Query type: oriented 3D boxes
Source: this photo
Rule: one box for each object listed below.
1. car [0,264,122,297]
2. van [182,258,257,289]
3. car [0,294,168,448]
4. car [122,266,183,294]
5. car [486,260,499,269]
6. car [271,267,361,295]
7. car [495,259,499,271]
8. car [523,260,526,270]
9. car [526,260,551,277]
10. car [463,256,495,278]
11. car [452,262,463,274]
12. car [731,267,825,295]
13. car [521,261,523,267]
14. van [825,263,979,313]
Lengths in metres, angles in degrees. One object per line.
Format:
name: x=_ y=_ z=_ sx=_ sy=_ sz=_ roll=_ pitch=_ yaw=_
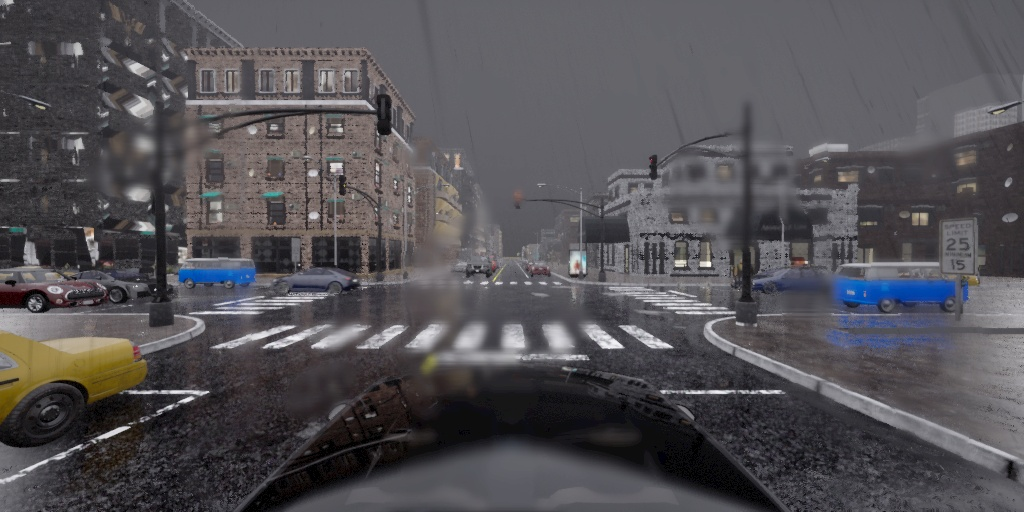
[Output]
car: x=-17.724 y=1.190 z=13.309 sx=4.097 sy=1.591 sz=1.967 roll=0 pitch=0 yaw=0
van: x=-17.769 y=1.030 z=21.689 sx=3.998 sy=1.789 sz=1.690 roll=0 pitch=0 yaw=0
car: x=-5.692 y=1.275 z=2.615 sx=1.751 sy=1.417 sz=4.829 roll=0 pitch=0 yaw=0
car: x=-17.736 y=1.296 z=15.892 sx=4.181 sy=1.385 sz=1.994 roll=0 pitch=0 yaw=0
car: x=-3.092 y=1.301 z=56.521 sx=1.812 sy=1.442 sz=4.674 roll=0 pitch=0 yaw=0
car: x=-10.377 y=1.285 z=19.149 sx=4.181 sy=1.385 sz=1.994 roll=0 pitch=0 yaw=0
car: x=-3.105 y=0.986 z=45.073 sx=2.150 sy=2.045 sz=5.566 roll=0 pitch=0 yaw=0
car: x=2.682 y=1.347 z=46.647 sx=1.802 sy=1.307 sz=4.207 roll=0 pitch=0 yaw=0
car: x=2.684 y=1.196 z=35.254 sx=1.967 sy=1.591 sz=4.097 roll=0 pitch=0 yaw=0
car: x=-3.100 y=0.977 z=34.763 sx=2.150 sy=2.045 sz=5.566 roll=0 pitch=0 yaw=0
car: x=-5.698 y=1.311 z=40.937 sx=2.007 sy=1.370 sz=4.403 roll=0 pitch=0 yaw=0
car: x=14.930 y=1.321 z=19.344 sx=5.357 sy=1.411 sz=2.033 roll=0 pitch=0 yaw=0
car: x=2.681 y=1.321 z=52.344 sx=2.007 sy=1.370 sz=4.403 roll=0 pitch=0 yaw=0
van: x=14.653 y=1.156 z=13.555 sx=3.998 sy=1.789 sz=1.690 roll=0 pitch=0 yaw=0
